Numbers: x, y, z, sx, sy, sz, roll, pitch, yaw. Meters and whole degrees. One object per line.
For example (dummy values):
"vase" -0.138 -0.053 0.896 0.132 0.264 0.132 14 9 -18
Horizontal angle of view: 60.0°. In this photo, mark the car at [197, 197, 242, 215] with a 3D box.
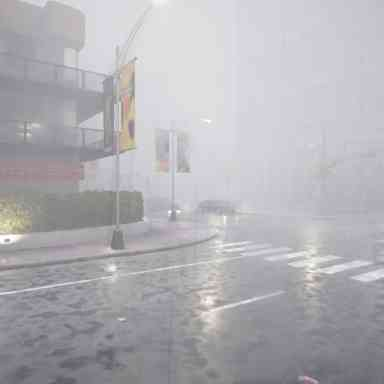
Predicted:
"car" 2.421 1.505 33.824 1.837 1.490 4.892 0 0 -35

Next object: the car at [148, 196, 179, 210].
"car" -3.354 1.564 42.093 1.994 1.385 4.181 0 0 -35
